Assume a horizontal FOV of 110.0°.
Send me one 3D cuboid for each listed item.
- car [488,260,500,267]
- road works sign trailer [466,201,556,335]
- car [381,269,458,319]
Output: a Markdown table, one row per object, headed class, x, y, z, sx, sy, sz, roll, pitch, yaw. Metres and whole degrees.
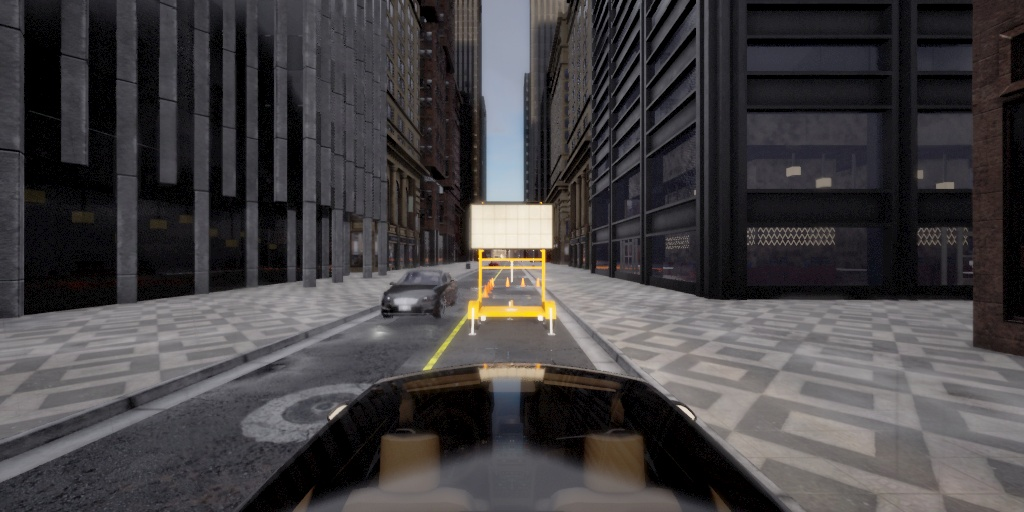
| class | x | y | z | sx | sy | sz | roll | pitch | yaw |
| --- | --- | --- | --- | --- | --- | --- | --- | --- | --- |
| car | -3.030 | 1.376 | 61.861 | 1.895 | 1.301 | 4.718 | 0 | 0 | 0 |
| road works sign trailer | -0.001 | 0.215 | 10.480 | 2.380 | 3.560 | 2.880 | 0 | 0 | 0 |
| car | -3.103 | 1.243 | 12.852 | 2.128 | 1.511 | 4.902 | 0 | 0 | 0 |
